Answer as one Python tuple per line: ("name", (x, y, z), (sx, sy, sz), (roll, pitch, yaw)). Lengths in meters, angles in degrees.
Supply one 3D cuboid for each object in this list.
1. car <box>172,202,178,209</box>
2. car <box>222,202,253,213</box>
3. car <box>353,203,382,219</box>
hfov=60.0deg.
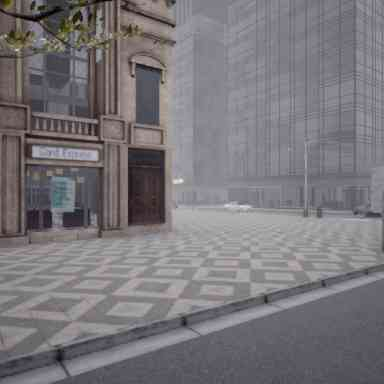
("car", (-4.238, 2.254, 57.675), (1.837, 1.490, 4.892), (0, -1, -36))
("car", (5.903, 2.007, 43.547), (1.812, 1.442, 4.674), (0, -1, -36))
("car", (16.541, 1.693, 28.868), (2.128, 1.511, 4.902), (0, -1, -36))
